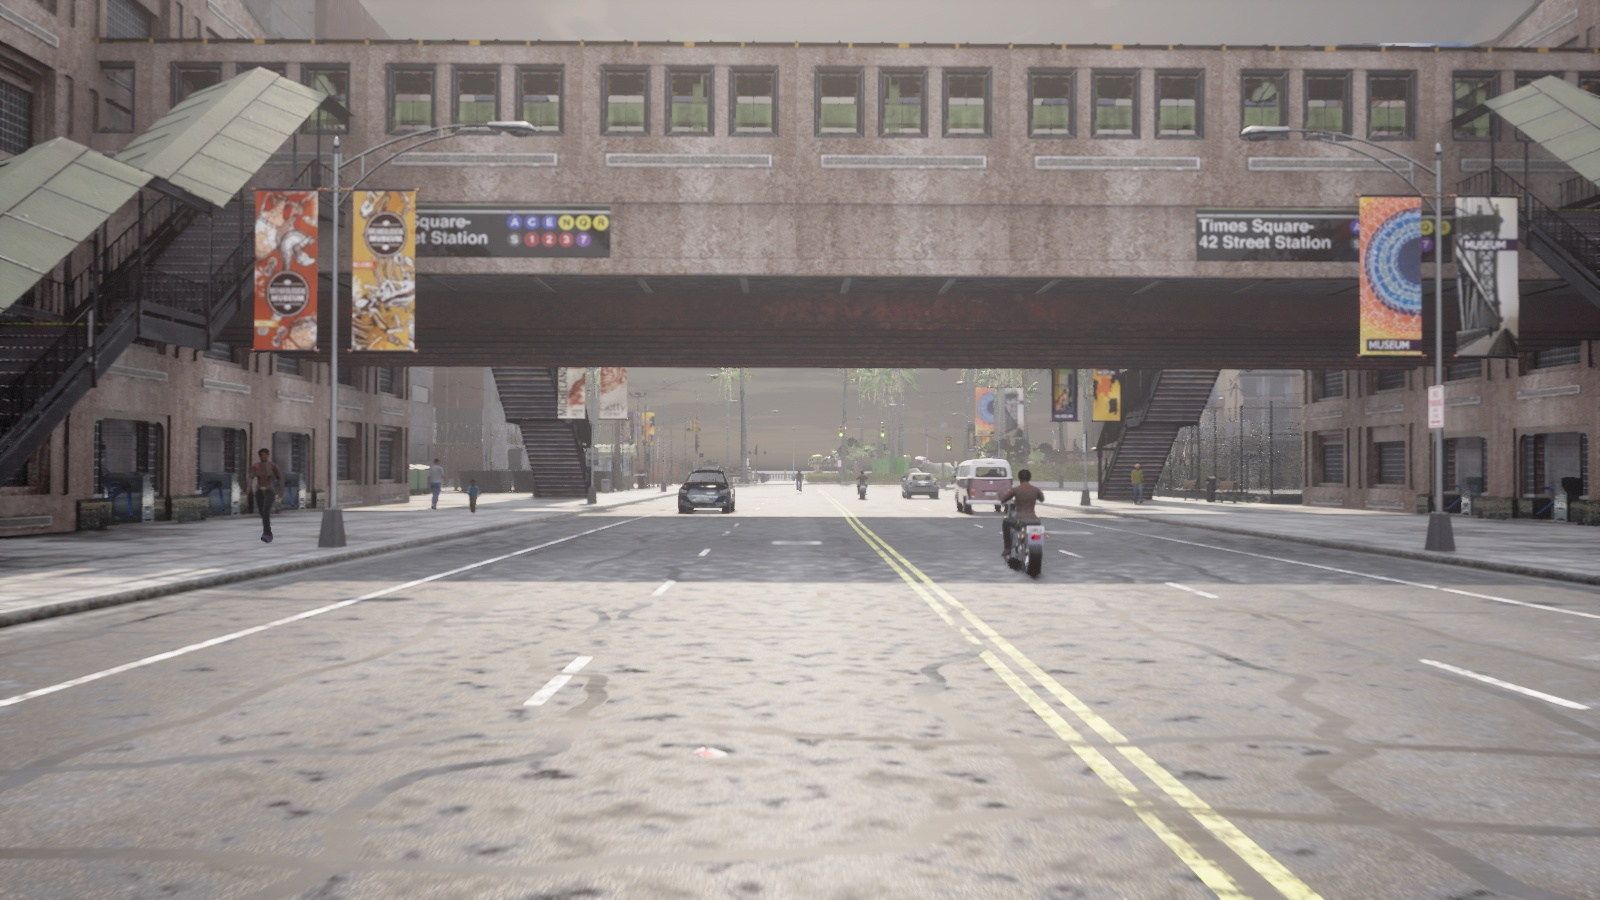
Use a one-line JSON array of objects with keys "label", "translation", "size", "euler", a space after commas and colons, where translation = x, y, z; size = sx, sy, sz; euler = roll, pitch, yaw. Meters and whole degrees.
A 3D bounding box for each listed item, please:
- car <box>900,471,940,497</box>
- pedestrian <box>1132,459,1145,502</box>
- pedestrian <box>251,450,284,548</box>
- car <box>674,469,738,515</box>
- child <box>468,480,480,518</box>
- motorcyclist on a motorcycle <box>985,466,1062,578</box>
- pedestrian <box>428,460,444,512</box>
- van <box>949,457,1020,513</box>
[{"label": "car", "translation": [6.977, 1.978, 73.206], "size": [1.970, 1.475, 3.806], "euler": [0, -1, 0]}, {"label": "pedestrian", "translation": [14.674, 1.325, 54.502], "size": [0.354, 1.836, 0.706], "euler": [0, -1, 1]}, {"label": "pedestrian", "translation": [-10.035, 0.908, 23.672], "size": [0.328, 1.805, 0.869], "euler": [0, -1, -6]}, {"label": "car", "translation": [-3.492, 1.556, 47.606], "size": [2.033, 1.649, 4.856], "euler": [0, -1, 0]}, {"label": "child", "translation": [-10.420, 1.566, 40.176], "size": [0.343, 1.192, 0.448], "euler": [0, -1, -9]}, {"label": "motorcyclist on a motorcycle", "translation": [3.452, 1.080, 19.634], "size": [0.766, 1.649, 2.350], "euler": [0, -1, 0]}, {"label": "pedestrian", "translation": [-12.806, 1.262, 44.186], "size": [0.354, 1.836, 0.706], "euler": [0, -1, 1]}, {"label": "van", "translation": [7.008, 1.316, 48.166], "size": [2.069, 2.038, 4.480], "euler": [0, -1, 0]}]
